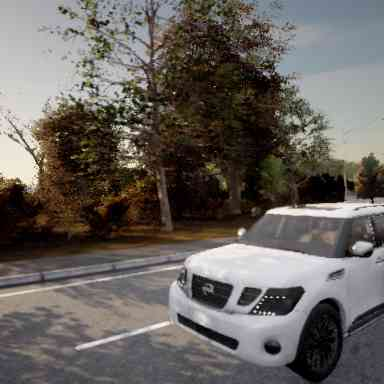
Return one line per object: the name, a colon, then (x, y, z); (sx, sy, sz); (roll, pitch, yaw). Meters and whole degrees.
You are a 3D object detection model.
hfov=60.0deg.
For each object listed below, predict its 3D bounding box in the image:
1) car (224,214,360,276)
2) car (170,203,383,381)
car: (3.703, 1.614, 11.631); (5.357, 1.411, 2.033); (0, -1, -41)
car: (2.275, 1.246, 5.909); (5.566, 2.045, 2.150); (0, 0, -39)
